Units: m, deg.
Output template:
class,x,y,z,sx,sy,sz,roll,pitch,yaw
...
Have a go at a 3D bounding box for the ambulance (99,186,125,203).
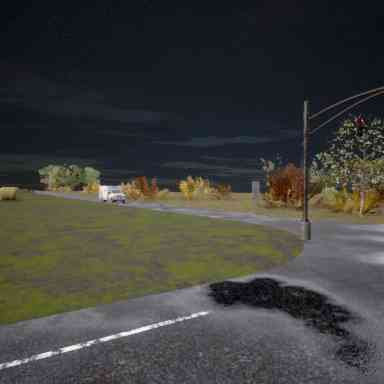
class,x,y,z,sx,sy,sz,roll,pitch,yaw
ambulance,-11.962,0.341,50.021,2.351,2.431,6.366,2,0,-32
